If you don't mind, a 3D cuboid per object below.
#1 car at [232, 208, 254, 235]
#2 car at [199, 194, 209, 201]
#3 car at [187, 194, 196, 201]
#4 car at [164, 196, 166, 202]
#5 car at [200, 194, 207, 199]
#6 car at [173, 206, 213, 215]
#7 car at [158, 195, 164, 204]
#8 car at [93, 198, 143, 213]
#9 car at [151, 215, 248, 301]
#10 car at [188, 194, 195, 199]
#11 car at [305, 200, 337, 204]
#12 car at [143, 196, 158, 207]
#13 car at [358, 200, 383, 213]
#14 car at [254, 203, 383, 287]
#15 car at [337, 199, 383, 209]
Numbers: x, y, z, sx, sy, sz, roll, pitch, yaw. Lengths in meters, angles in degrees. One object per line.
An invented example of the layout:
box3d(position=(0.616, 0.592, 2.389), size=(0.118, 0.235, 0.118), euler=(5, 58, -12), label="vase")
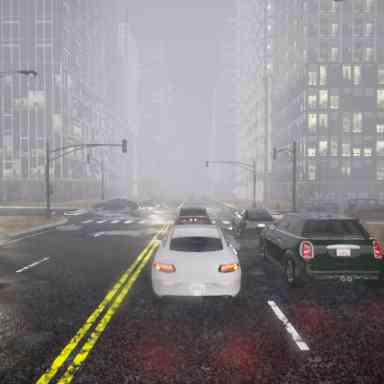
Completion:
box3d(position=(3.304, 1.554, 17.823), size=(1.994, 1.385, 4.181), euler=(0, 0, 0), label="car")
box3d(position=(3.049, 1.392, 80.332), size=(1.882, 1.535, 5.008), euler=(0, 0, 0), label="car")
box3d(position=(-0.201, 1.414, 80.325), size=(1.837, 1.490, 4.892), euler=(0, 0, 0), label="car")
box3d(position=(-6.681, 1.413, 71.451), size=(1.882, 1.535, 5.008), euler=(0, 0, 0), label="car")
box3d(position=(3.022, 1.262, 90.749), size=(1.812, 1.442, 4.674), euler=(0, 0, 0), label="car")
box3d(position=(0.057, 1.495, 17.408), size=(1.837, 1.490, 4.892), euler=(0, 0, 0), label="car")
box3d(position=(-6.721, 1.427, 61.076), size=(1.882, 1.535, 5.008), euler=(0, 0, 1), label="car")
box3d(position=(-8.131, 1.398, 35.672), size=(4.892, 1.490, 1.837), euler=(1, 1, 1), label="car")
box3d(position=(0.081, 1.522, 8.160), size=(1.812, 1.442, 4.674), euler=(0, 0, 0), label="car")
box3d(position=(-0.228, 1.216, 90.742), size=(1.882, 1.535, 5.008), euler=(0, 0, 0), label="car")
box3d(position=(13.111, 1.574, 35.403), size=(4.902, 1.511, 2.128), euler=(1, 1, 1), label="car")
box3d(position=(-6.717, 1.526, 50.752), size=(1.994, 1.385, 4.181), euler=(0, 0, 0), label="car")
box3d(position=(21.715, 1.641, 37.876), size=(4.829, 1.417, 1.752), euler=(1, 0, 1), label="car")
box3d(position=(3.327, 1.348, 9.436), size=(2.097, 1.767, 4.553), euler=(0, 0, 0), label="car")
box3d(position=(16.127, 1.518, 29.575), size=(5.009, 1.841, 2.192), euler=(1, 0, 1), label="car")
